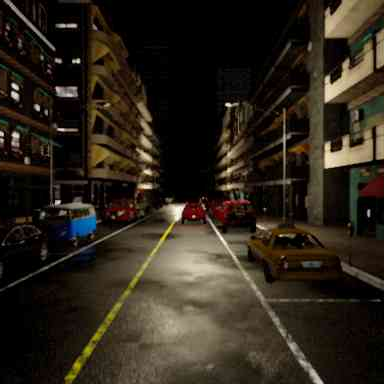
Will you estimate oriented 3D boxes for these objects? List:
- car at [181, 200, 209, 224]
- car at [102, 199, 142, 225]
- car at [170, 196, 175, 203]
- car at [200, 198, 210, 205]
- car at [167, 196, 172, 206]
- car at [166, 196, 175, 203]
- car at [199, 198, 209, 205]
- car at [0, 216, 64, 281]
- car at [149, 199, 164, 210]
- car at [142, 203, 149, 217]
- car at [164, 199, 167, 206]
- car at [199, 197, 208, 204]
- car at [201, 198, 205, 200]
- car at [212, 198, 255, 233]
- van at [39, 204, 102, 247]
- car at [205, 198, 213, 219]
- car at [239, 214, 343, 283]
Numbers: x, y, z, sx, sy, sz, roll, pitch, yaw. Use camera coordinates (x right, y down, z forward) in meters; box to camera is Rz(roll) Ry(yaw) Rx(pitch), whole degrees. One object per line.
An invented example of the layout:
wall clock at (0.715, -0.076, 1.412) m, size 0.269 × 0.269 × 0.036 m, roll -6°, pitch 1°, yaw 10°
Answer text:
car at (0.128, 1.695, 27.257) m, size 1.882 × 1.535 × 5.008 m, roll 0°, pitch 0°, yaw 0°
car at (-5.666, 1.526, 26.447) m, size 2.192 × 1.841 × 5.009 m, roll -1°, pitch 0°, yaw 0°
car at (-5.620, 2.166, 76.862) m, size 2.008 × 1.369 × 4.403 m, roll -1°, pitch 0°, yaw 0°
car at (2.754, 2.097, 71.393) m, size 1.752 × 1.417 × 4.829 m, roll -1°, pitch 0°, yaw 0°
car at (-5.632, 2.076, 65.659) m, size 2.008 × 1.369 × 4.403 m, roll -1°, pitch 0°, yaw 0°
car at (-5.611, 2.021, 88.068) m, size 2.192 × 1.841 × 5.009 m, roll -1°, pitch 0°, yaw 0°
car at (2.760, 2.181, 76.824) m, size 1.947 × 1.339 × 4.313 m, roll -1°, pitch 0°, yaw 0°
car at (-5.658, 1.628, 9.639) m, size 2.008 × 1.369 × 4.403 m, roll -1°, pitch 0°, yaw 0°
car at (-5.649, 1.972, 48.852) m, size 1.802 × 1.307 × 4.206 m, roll -1°, pitch 0°, yaw 0°
car at (-5.674, 1.806, 32.047) m, size 2.008 × 1.369 × 4.403 m, roll -1°, pitch 0°, yaw 0°
car at (-5.643, 2.017, 54.454) m, size 1.802 × 1.307 × 4.206 m, roll -1°, pitch 0°, yaw 0°
car at (2.764, 2.100, 82.427) m, size 1.967 × 1.590 × 4.097 m, roll -1°, pitch 0°, yaw 0°
car at (2.722, 1.660, 43.215) m, size 2.192 × 1.841 × 5.009 m, roll -1°, pitch 0°, yaw 0°
car at (2.698, 1.481, 20.808) m, size 2.192 × 1.841 × 5.009 m, roll -1°, pitch 0°, yaw 0°
van at (-5.654, 1.463, 15.243) m, size 1.690 × 1.788 × 3.998 m, roll -1°, pitch 0°, yaw 0°
car at (2.710, 1.571, 32.012) m, size 2.192 × 1.841 × 5.009 m, roll -1°, pitch 0°, yaw 0°
car at (2.690, 1.604, 9.772) m, size 1.752 × 1.417 × 4.829 m, roll -1°, pitch 0°, yaw 0°
